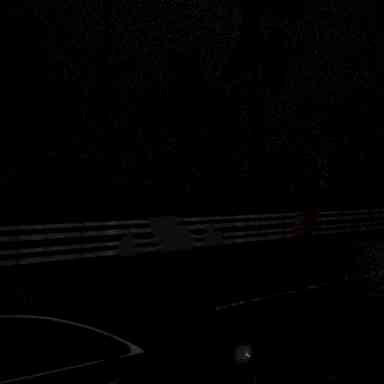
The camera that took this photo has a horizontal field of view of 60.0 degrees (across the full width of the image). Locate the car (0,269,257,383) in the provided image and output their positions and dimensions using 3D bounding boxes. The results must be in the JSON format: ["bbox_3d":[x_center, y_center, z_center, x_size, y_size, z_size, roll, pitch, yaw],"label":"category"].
[{"bbox_3d":[-1.653,1.446,2.678,4.892,1.490,1.837,0,1,-32],"label":"car"}]
